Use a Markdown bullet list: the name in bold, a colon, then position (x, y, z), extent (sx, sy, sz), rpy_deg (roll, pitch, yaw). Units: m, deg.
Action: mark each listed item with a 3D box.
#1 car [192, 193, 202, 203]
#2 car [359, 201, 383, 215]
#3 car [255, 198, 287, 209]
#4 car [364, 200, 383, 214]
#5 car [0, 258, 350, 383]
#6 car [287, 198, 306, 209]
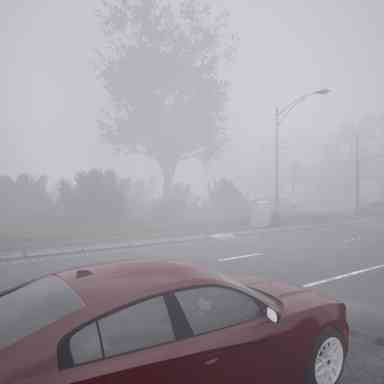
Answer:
- **car**: position (-0.342, 1.121, 66.582), extent (2.150, 2.045, 5.566), rpy_deg (0, 0, -35)
- **car**: position (18.368, 1.600, 31.137), extent (1.895, 1.301, 4.718), rpy_deg (0, 0, -32)
- **car**: position (9.977, 1.521, 44.444), extent (1.812, 1.442, 4.674), rpy_deg (0, 0, -32)
- **car**: position (20.645, 1.564, 34.866), extent (1.994, 1.385, 4.181), rpy_deg (0, 0, -37)
- **car**: position (-0.315, 1.478, 3.520), extent (5.008, 1.535, 1.882), rpy_deg (0, 0, -35)
- **car**: position (13.376, 1.522, 45.618), extent (1.812, 1.442, 4.674), rpy_deg (0, 0, -32)
